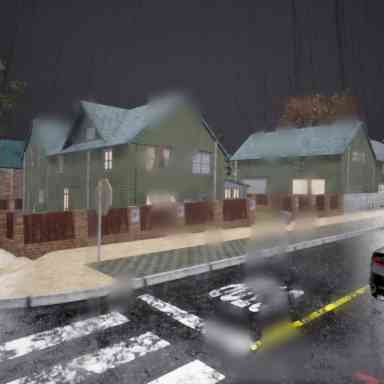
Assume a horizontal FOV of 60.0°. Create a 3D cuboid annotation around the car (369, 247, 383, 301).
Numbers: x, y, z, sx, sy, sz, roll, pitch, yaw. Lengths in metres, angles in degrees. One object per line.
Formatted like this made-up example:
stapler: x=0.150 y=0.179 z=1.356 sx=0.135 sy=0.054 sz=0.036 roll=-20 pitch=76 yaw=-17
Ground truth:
car: x=5.410 y=1.365 z=6.829 sx=5.008 sy=1.535 sz=1.882 roll=-1 pitch=2 yaw=-42
